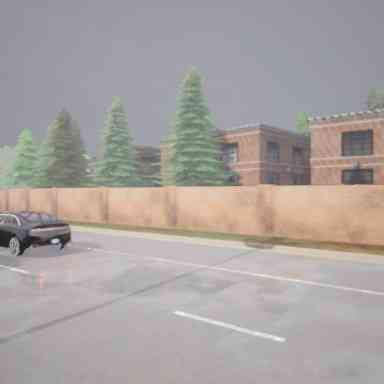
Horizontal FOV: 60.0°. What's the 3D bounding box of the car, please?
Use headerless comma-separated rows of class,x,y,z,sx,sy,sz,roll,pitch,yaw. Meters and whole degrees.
car,-6.746,1.502,13.072,4.902,1.511,2.128,0,0,36
